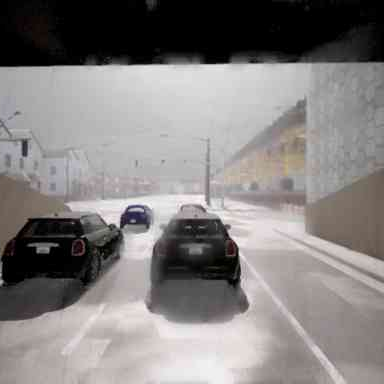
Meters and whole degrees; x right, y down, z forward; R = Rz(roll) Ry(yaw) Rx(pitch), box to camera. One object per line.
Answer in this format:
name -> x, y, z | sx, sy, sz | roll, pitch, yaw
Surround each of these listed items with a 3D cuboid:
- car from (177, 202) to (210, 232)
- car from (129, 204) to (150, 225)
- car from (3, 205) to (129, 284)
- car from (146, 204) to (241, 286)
car -> -0.019, 1.475, 21.370 | 1.882, 1.535, 5.008 | 0, 0, -2
car -> -3.523, 1.523, 21.622 | 1.812, 1.442, 4.674 | 0, 0, -3
car -> -3.406, 1.352, 9.740 | 2.097, 1.767, 4.553 | 0, 0, 0
car -> 0.092, 1.351, 9.591 | 2.097, 1.767, 4.553 | 0, 0, 0
